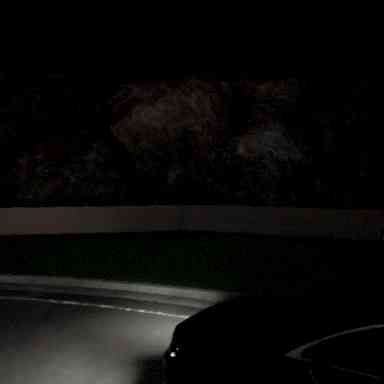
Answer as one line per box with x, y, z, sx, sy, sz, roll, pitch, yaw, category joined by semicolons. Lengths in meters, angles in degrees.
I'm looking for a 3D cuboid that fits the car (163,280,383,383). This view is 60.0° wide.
1.976;1.452;2.496;4.892;1.490;1.837;0;0;35;car
